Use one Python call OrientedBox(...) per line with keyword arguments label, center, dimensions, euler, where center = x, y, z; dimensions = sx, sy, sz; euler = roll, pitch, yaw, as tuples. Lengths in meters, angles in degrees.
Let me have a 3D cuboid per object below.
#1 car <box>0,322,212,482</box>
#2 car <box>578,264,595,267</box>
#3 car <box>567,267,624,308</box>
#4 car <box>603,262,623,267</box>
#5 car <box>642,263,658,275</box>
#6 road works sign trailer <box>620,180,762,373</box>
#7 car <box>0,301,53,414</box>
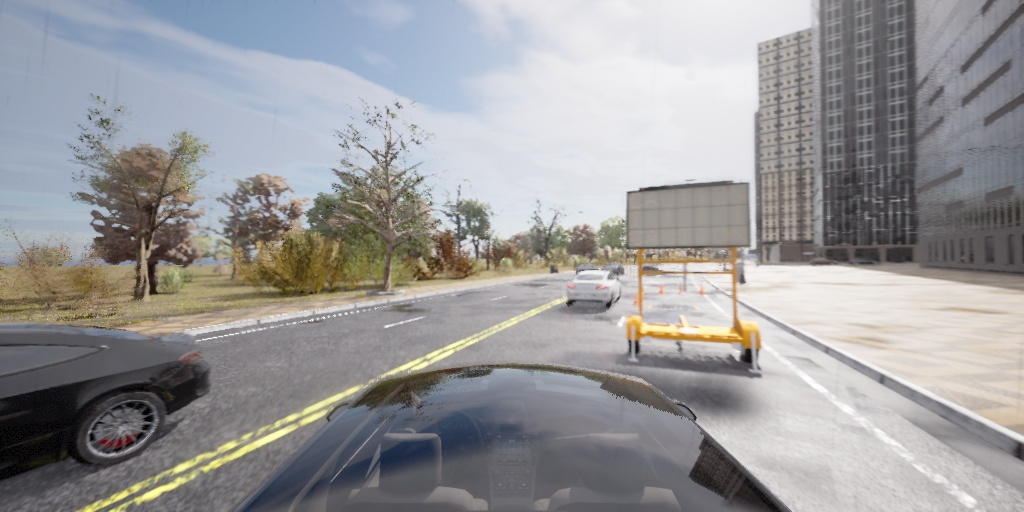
OrientedBox(label="car", center=(-5.135, 1.331, 2.666), dimensions=(1.812, 1.442, 4.674), euler=(-1, -1, 20))
OrientedBox(label="car", center=(9.064, 1.609, 43.556), dimensions=(1.994, 1.385, 4.181), euler=(-1, -1, 27))
OrientedBox(label="car", center=(3.701, 1.371, 15.900), dimensions=(1.812, 1.442, 4.674), euler=(-1, -1, 23))
OrientedBox(label="car", center=(11.822, 1.499, 41.816), dimensions=(2.128, 1.511, 4.902), euler=(-1, -1, 27))
OrientedBox(label="car", center=(16.710, 1.508, 43.869), dimensions=(1.812, 1.442, 4.674), euler=(-1, -1, 27))
OrientedBox(label="road works sign trailer", center=(3.791, 0.236, 7.835), dimensions=(2.380, 3.560, 2.880), euler=(0, 0, 22))
OrientedBox(label="car", center=(-8.277, 1.405, 3.553), dimensions=(1.994, 1.385, 4.181), euler=(-1, -1, 20))
